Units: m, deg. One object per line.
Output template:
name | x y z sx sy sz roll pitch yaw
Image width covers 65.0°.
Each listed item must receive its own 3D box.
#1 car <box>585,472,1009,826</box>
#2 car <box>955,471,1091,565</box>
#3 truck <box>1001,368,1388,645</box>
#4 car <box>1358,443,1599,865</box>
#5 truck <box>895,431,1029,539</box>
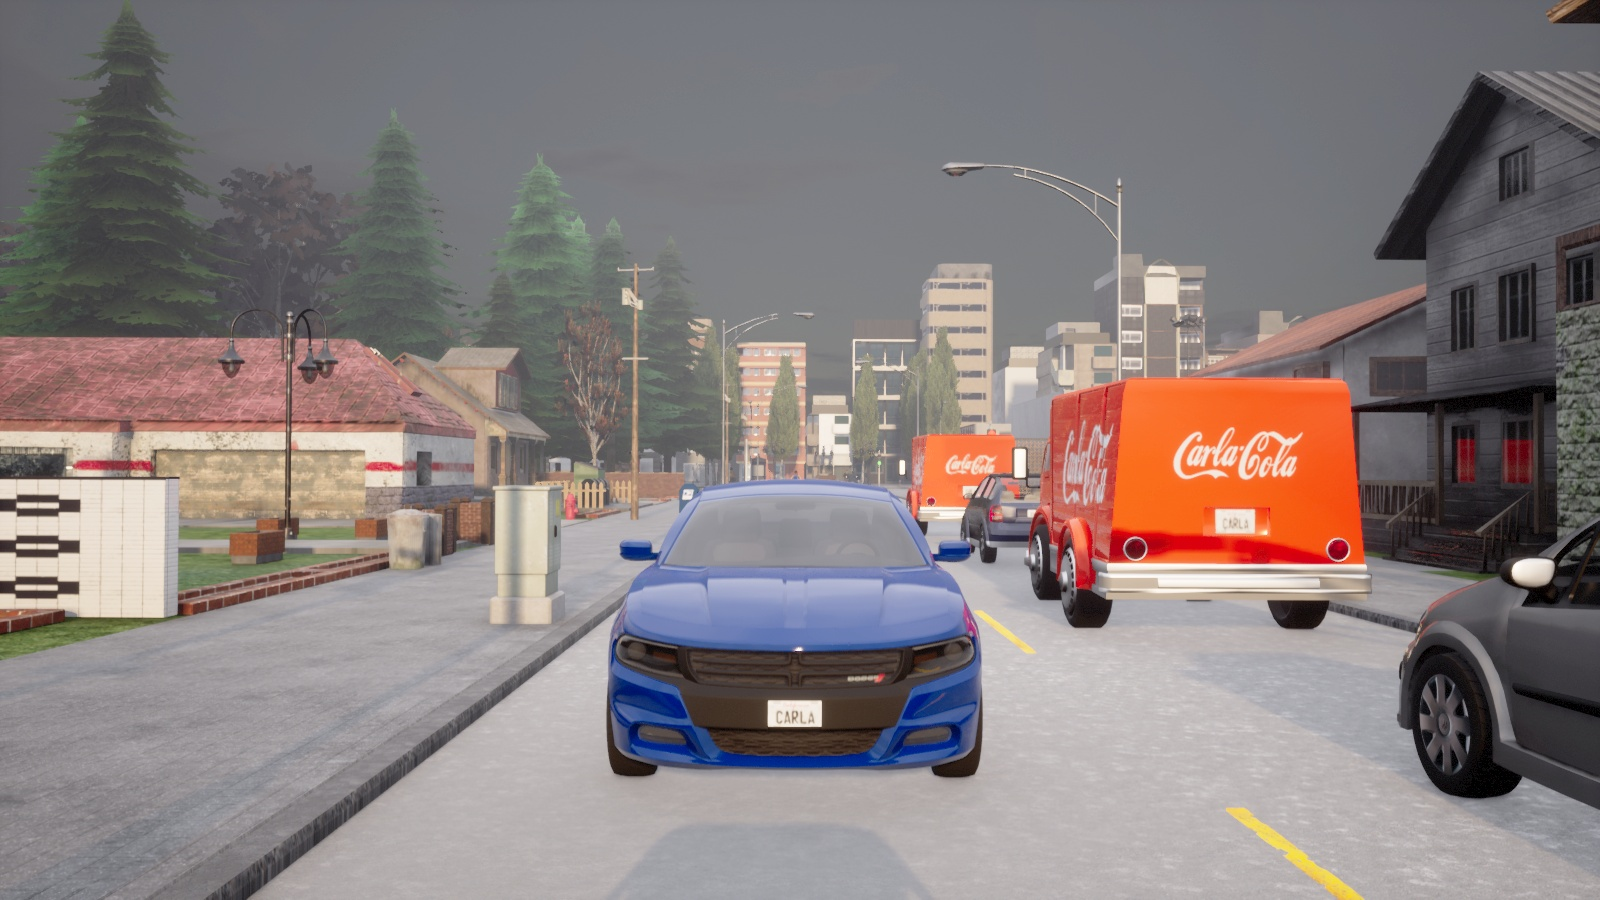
car | -0.024 0.929 8.085 1.882 1.535 5.008 0 -1 0
car | 3.938 1.160 22.732 1.789 1.549 3.705 0 -1 0
truck | 3.953 0.546 13.862 2.627 2.467 5.204 0 -1 0
car | 3.986 0.779 4.860 1.851 1.617 3.988 0 -1 0
truck | 3.919 0.842 31.491 2.627 2.467 5.204 0 -1 -1
